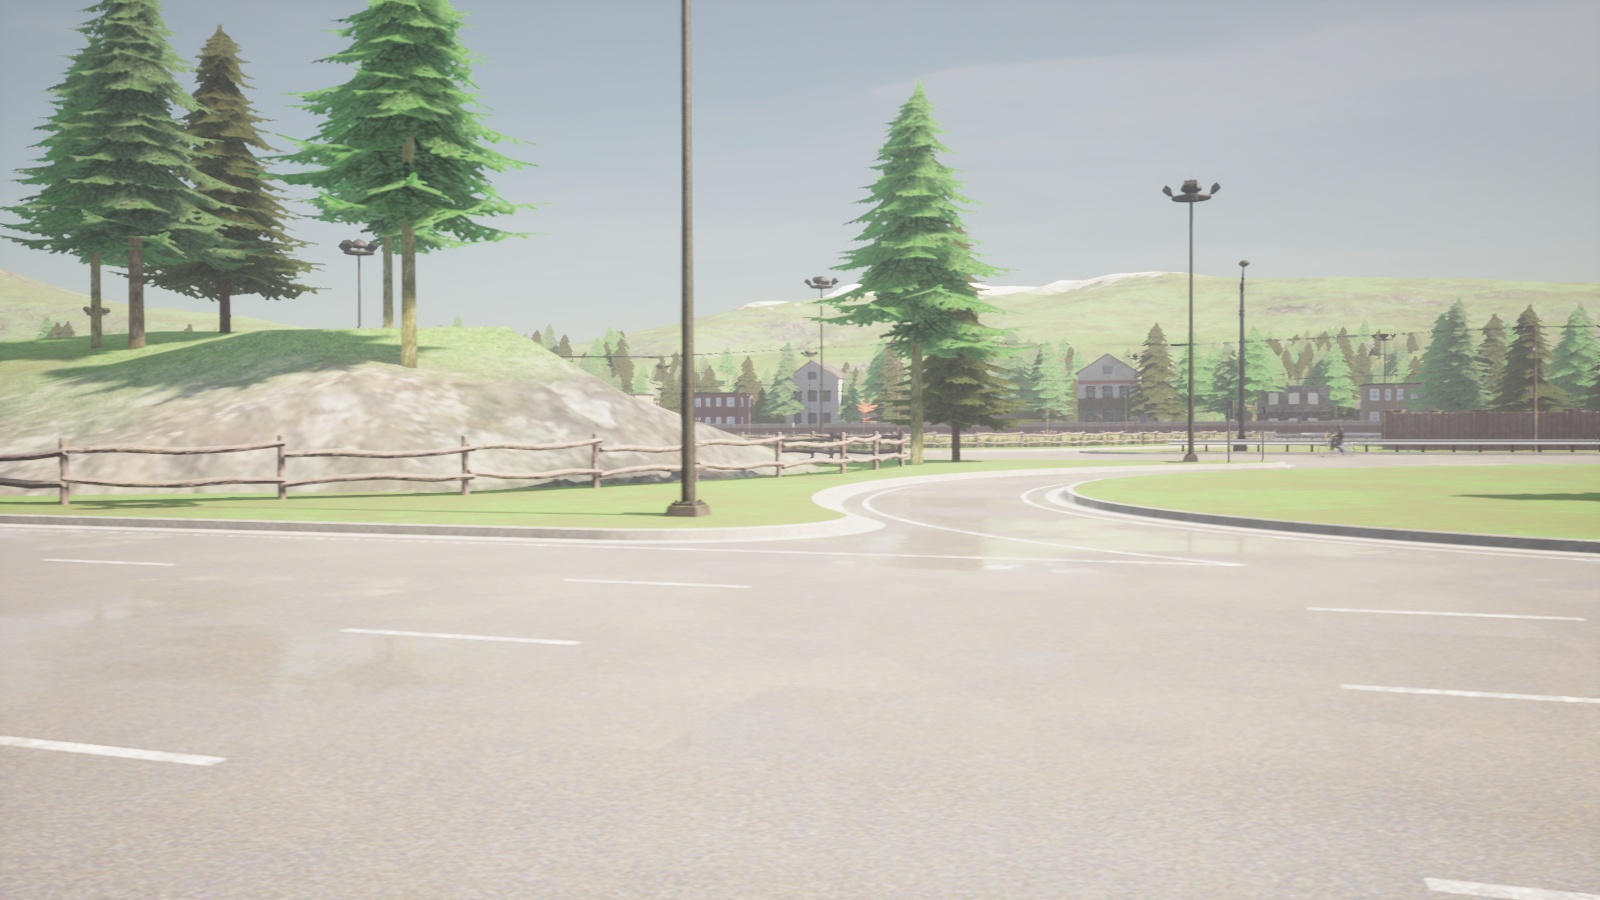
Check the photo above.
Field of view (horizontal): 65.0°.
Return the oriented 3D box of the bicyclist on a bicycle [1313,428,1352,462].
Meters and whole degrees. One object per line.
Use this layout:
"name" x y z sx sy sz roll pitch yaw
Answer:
"bicyclist on a bicycle" 28.462 -0.270 67.104 1.843 1.776 0.659 1 1 18
